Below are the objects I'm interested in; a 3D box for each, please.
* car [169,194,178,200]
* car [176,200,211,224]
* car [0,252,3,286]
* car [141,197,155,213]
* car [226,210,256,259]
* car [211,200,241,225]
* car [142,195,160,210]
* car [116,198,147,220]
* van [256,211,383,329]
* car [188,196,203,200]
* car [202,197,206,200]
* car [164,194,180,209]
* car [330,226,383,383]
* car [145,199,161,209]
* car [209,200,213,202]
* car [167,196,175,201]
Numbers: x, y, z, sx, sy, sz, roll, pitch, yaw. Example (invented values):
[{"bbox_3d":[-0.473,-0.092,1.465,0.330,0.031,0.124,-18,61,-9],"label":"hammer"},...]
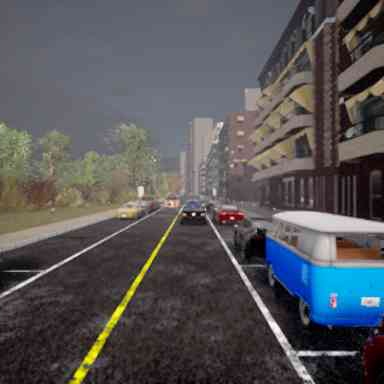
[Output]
[{"bbox_3d":[-5.259,1.398,94.983,2.192,1.841,5.009,1,0,0],"label":"car"},{"bbox_3d":[0.110,1.557,24.657,2.033,1.411,5.357,0,0,0],"label":"car"},{"bbox_3d":[-5.303,1.442,5.938,1.967,1.590,4.097,1,0,0],"label":"car"},{"bbox_3d":[-5.291,1.568,34.208,2.008,1.369,4.403,1,0,0],"label":"car"},{"bbox_3d":[2.578,1.570,12.310,1.947,1.339,4.313,1,0,0],"label":"car"},{"bbox_3d":[2.584,1.554,23.632,1.887,1.381,4.507,1,0,0],"label":"car"},{"bbox_3d":[-5.286,1.337,39.862,2.192,1.841,5.009,1,0,0],"label":"car"},{"bbox_3d":[-5.294,1.538,28.384,1.752,1.417,4.829,1,0,0],"label":"car"},{"bbox_3d":[2.578,1.343,6.649,1.690,1.788,3.998,1,0,0],"label":"van"},{"bbox_3d":[0.120,1.548,40.764,1.812,1.442,4.674,0,0,0],"label":"car"},{"bbox_3d":[2.592,1.588,40.614,1.947,1.339,4.313,1,0,0],"label":"car"},{"bbox_3d":[-2.752,1.378,46.287,2.097,1.767,4.553,0,0,0],"label":"car"},{"bbox_3d":[2.576,1.315,0.987,2.192,1.841,5.009,1,0,0],"label":"car"},{"bbox_3d":[-5.286,1.608,45.516,1.802,1.307,4.206,1,0,0],"label":"car"},{"bbox_3d":[2.587,1.579,29.292,1.947,1.339,4.313,1,0,0],"label":"car"},{"bbox_3d":[-5.267,1.612,83.631,1.887,1.381,4.507,1,0,0],"label":"car"}]
